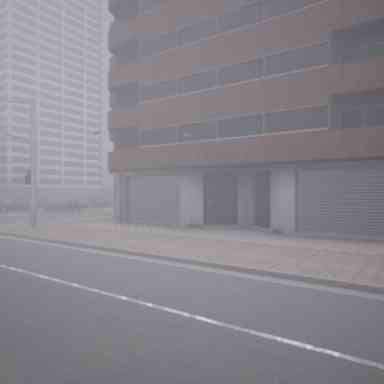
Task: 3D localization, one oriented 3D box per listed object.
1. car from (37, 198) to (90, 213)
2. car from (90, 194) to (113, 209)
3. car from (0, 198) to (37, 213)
[{"bbox_3d":[-14.016,1.530,36.541,1.895,1.301,4.718,0,0,35],"label":"car"},{"bbox_3d":[-12.928,1.426,44.232,1.837,1.490,4.892,0,0,35],"label":"car"},{"bbox_3d":[-18.879,1.399,35.675,1.882,1.535,5.008,0,0,35],"label":"car"}]
